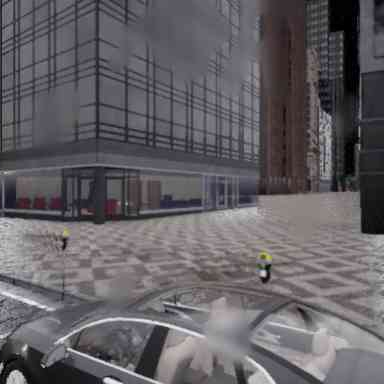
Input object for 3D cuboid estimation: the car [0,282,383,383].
[{"bbox_3d":[-0.077,1.557,3.016,4.403,1.369,2.008,0,0,35],"label":"car"}]
